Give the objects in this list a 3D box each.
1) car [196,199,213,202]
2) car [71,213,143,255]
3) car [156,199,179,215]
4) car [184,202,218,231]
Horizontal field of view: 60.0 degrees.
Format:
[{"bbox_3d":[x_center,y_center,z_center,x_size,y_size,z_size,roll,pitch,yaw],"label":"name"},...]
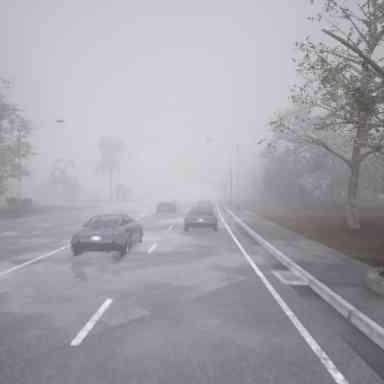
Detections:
[{"bbox_3d":[1.358,1.465,37.516,1.994,1.385,4.181,0,0,3],"label":"car"},{"bbox_3d":[-3.178,1.526,13.194,1.994,1.385,4.181,0,0,1],"label":"car"},{"bbox_3d":[-2.372,1.387,33.263,1.882,1.535,5.008,0,0,3],"label":"car"},{"bbox_3d":[0.553,1.510,20.322,1.994,1.385,4.181,0,0,2],"label":"car"}]
